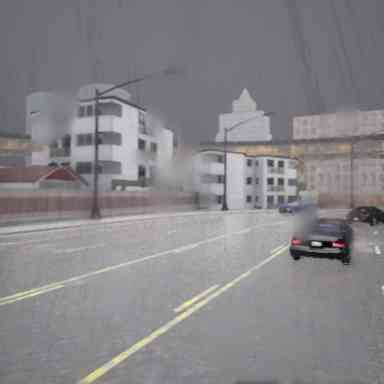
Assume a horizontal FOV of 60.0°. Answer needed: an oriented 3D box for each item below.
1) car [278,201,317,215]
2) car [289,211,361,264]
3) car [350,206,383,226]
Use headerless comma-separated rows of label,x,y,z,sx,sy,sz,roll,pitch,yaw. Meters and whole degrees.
car,12.042,1.804,37.917,5.008,1.535,1.882,1,-1,-32
car,5.009,1.664,12.432,2.033,1.411,5.357,0,0,28
car,13.593,1.796,25.781,4.674,1.442,1.812,1,0,-44
